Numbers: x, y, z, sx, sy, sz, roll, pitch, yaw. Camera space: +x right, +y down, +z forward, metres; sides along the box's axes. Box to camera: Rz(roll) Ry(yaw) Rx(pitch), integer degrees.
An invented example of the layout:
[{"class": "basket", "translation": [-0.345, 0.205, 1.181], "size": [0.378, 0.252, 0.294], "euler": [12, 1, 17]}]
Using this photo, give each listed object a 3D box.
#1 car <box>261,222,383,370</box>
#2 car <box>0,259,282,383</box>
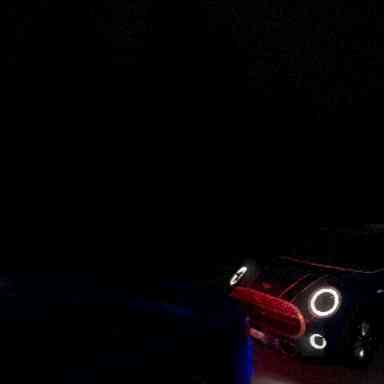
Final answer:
[{"class": "car", "translation": [2.749, 1.376, 5.866], "size": [4.553, 1.767, 2.097], "euler": [0, 0, -35]}, {"class": "car", "translation": [-1.733, 1.490, 2.654], "size": [5.008, 1.535, 1.882], "euler": [0, 0, -34]}]
